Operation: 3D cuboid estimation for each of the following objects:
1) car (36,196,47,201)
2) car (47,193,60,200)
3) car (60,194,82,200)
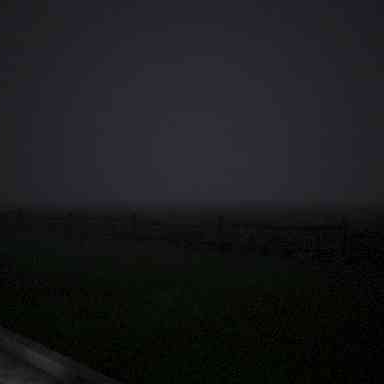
[{"bbox_3d":[-37.486,1.753,86.192,1.994,1.385,4.181,0,0,12],"label":"car"},{"bbox_3d":[-34.094,1.680,85.318,1.837,1.490,4.892,0,0,12],"label":"car"},{"bbox_3d":[-30.673,1.666,84.580,1.837,1.490,4.892,0,0,12],"label":"car"}]
